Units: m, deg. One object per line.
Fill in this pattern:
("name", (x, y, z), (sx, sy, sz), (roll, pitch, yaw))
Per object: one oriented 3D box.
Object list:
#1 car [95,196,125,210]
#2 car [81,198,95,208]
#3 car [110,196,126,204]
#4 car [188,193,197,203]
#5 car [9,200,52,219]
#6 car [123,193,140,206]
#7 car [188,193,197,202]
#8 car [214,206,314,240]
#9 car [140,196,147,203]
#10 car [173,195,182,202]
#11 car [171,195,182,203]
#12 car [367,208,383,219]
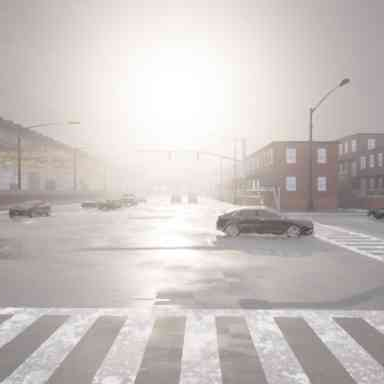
("car", (-10.569, 1.592, 43.200), (1.895, 1.301, 4.718), (0, 0, 3))
("car", (-14.052, 1.538, 47.281), (2.033, 1.411, 5.357), (0, 0, 0))
("car", (-13.985, 1.465, 63.075), (1.882, 1.535, 5.008), (0, 0, 1))
("car", (0.167, 1.534, 69.631), (2.033, 1.411, 5.357), (0, 0, 0))
("car", (-14.073, 1.472, 29.201), (1.882, 1.535, 5.008), (0, 0, 0))
("car", (-10.533, 1.212, 55.399), (2.150, 2.045, 5.566), (0, 0, 0))
("car", (0.078, 1.210, 80.265), (2.150, 2.045, 5.566), (0, 0, 0))
("car", (3.592, 1.502, 16.889), (4.892, 1.490, 1.837), (0, 2, 16))
("car", (-10.433, 1.511, 68.559), (1.812, 1.442, 4.674), (0, 0, 0))
("car", (-3.422, 1.462, 80.488), (1.882, 1.535, 5.008), (0, 0, 0))
("car", (-3.364, 1.339, 70.202), (2.097, 1.767, 4.553), (0, 0, 0))
("car", (17.061, 1.542, 26.642), (5.357, 1.411, 2.033), (0, 0, 0))
